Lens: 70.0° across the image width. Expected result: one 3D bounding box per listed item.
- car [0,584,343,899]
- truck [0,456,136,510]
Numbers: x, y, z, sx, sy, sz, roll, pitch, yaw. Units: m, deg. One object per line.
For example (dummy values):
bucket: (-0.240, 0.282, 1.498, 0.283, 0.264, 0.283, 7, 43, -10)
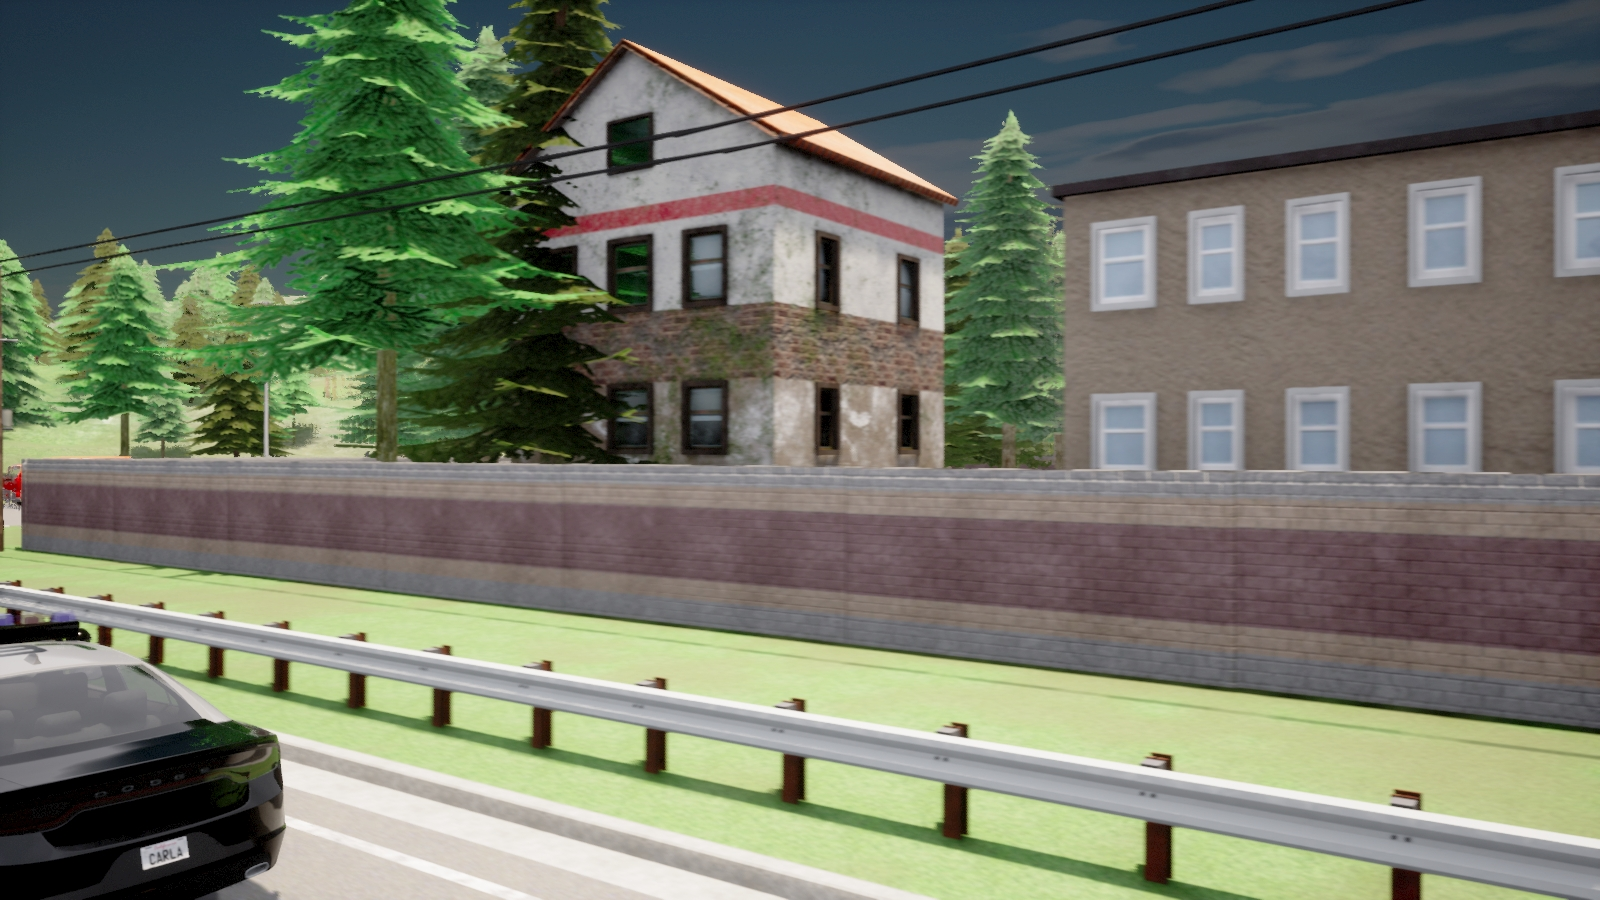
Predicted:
car: (-5.562, 1.982, 7.680, 5.238, 1.638, 2.097, 0, 0, 35)
truck: (-36.232, 1.565, 56.525, 2.627, 2.467, 5.204, 0, 0, 35)
